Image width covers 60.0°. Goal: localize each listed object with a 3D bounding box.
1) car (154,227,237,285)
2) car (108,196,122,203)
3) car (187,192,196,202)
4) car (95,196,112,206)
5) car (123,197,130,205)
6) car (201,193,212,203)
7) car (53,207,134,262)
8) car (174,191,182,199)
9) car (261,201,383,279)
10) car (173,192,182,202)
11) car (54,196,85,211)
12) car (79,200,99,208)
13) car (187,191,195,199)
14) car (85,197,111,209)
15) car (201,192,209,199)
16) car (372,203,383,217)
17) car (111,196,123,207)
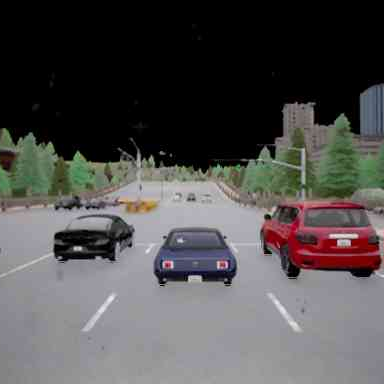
[{"bbox_3d":[0.082,1.666,9.638,1.895,1.301,4.718,0,0,0],"label":"car"},{"bbox_3d":[-17.603,1.671,76.140,2.128,1.511,4.902,0,2,0],"label":"car"},{"bbox_3d":[-0.120,1.358,79.095,2.097,1.767,4.553,0,4,0],"label":"car"},{"bbox_3d":[-17.546,1.764,65.919,2.097,1.767,4.553,0,0,0],"label":"car"},{"bbox_3d":[-14.061,1.857,68.733,1.882,1.535,5.008,0,1,0],"label":"car"},{"bbox_3d":[3.388,1.310,77.731,2.150,2.045,5.566,0,3,0],"label":"car"},{"bbox_3d":[-3.411,1.561,12.437,1.882,1.535,5.008,0,0,0],"label":"car"},{"bbox_3d":[-3.677,0.755,89.269,2.128,1.511,4.902,0,6,0],"label":"car"},{"bbox_3d":[3.628,1.293,10.439,2.150,2.045,5.566,0,0,2],"label":"car"},{"bbox_3d":[-3.619,1.528,79.043,1.812,1.442,4.674,0,4,0],"label":"car"},{"bbox_3d":[-17.608,1.535,47.379,2.150,2.045,5.566,0,0,0],"label":"car"},{"bbox_3d":[-17.585,1.979,57.141,1.895,1.301,4.718,0,0,0],"label":"car"},{"bbox_3d":[-0.177,0.755,89.289,2.128,1.511,4.902,0,6,0],"label":"car"},{"bbox_3d":[-14.101,1.873,49.142,2.033,1.411,5.357,0,0,0],"label":"car"},{"bbox_3d":[3.329,0.932,88.194,1.895,1.301,4.718,0,6,0],"label":"car"},{"bbox_3d":[21.131,1.826,33.780,4.718,1.301,1.895,0,0,0],"label":"car"},{"bbox_3d":[-14.082,1.914,58.546,1.812,1.442,4.674,0,0,0],"label":"car"}]
